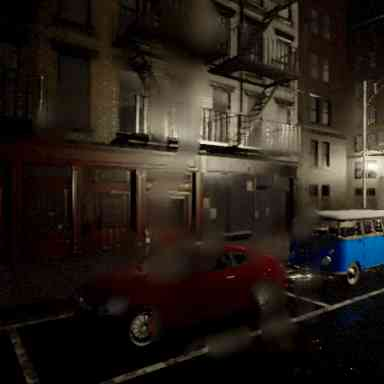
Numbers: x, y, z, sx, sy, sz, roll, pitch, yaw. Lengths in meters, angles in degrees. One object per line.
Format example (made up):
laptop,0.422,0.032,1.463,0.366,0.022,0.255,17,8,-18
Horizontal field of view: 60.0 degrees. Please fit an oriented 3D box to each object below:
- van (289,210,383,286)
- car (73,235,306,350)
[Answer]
van,4.416,1.415,9.328,3.998,1.788,1.690,1,0,-35
car,0.008,1.611,6.195,4.206,1.307,1.802,1,0,-35
